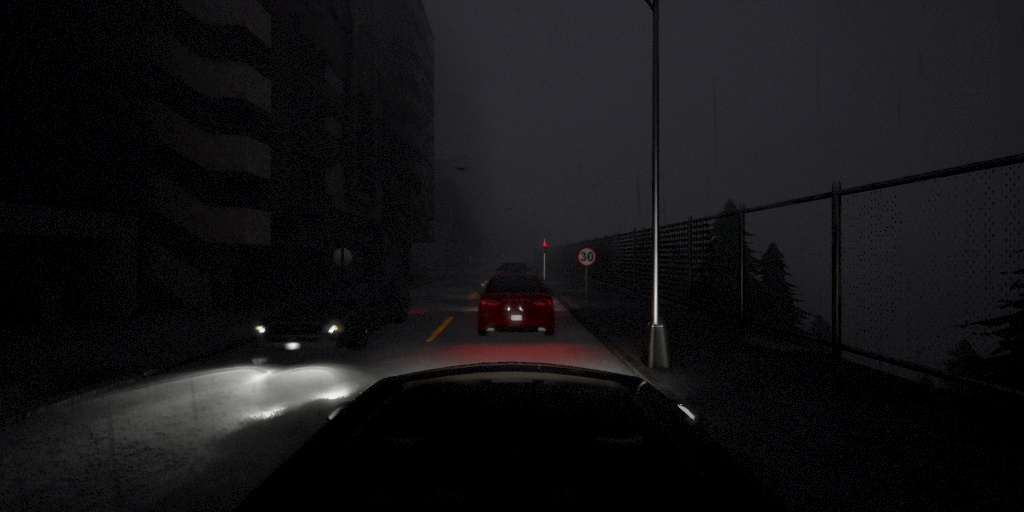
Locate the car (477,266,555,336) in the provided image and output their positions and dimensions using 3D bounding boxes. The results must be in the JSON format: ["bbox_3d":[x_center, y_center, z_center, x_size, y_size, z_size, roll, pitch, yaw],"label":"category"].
[{"bbox_3d":[0.094,1.228,10.482,1.882,1.535,5.008,0,0,0],"label":"car"}]

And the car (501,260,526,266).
[{"bbox_3d":[0.090,1.102,20.851,2.097,1.767,4.553,0,0,0],"label":"car"}]

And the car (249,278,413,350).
[{"bbox_3d":[-4.103,1.297,9.367,2.033,1.411,5.357,0,0,0],"label":"car"}]
